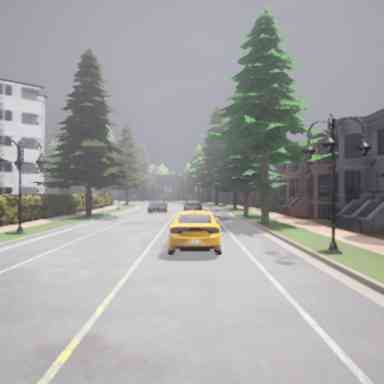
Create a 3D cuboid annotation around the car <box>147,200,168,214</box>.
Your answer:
[{"bbox_3d":[-3.642,1.592,36.143,1.994,1.385,4.181,0,0,0],"label":"car"}]

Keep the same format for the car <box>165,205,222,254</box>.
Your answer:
[{"bbox_3d":[0.098,1.488,13.499,1.882,1.535,5.008,0,0,0],"label":"car"}]

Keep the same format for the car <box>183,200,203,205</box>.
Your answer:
[{"bbox_3d":[0.096,1.518,34.105,2.128,1.511,4.902,0,0,0],"label":"car"}]
